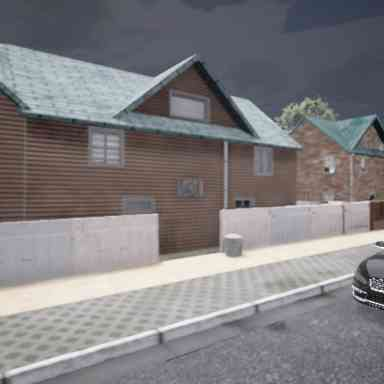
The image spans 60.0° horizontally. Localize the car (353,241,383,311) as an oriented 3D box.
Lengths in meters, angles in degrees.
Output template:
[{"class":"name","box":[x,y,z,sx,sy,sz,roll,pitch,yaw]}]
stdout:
[{"class":"car","box":[5.174,1.408,6.698,4.892,1.490,1.837,-1,1,-35]}]
